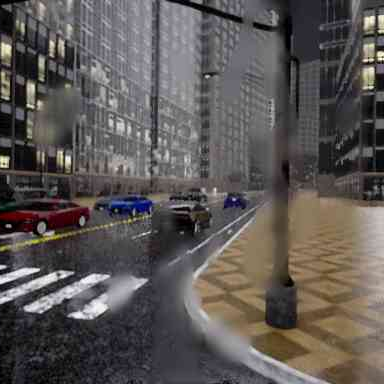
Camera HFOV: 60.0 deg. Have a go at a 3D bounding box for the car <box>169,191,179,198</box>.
[{"bbox_3d":[-1.724,0.560,47.134,1.882,1.535,5.008,1,1,17],"label":"car"}]

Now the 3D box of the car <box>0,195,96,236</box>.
[{"bbox_3d":[-7.119,1.132,16.566,1.882,1.535,5.008,1,1,16],"label":"car"}]

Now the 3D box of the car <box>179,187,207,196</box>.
[{"bbox_3d":[0.484,0.409,43.118,2.150,2.045,5.566,1,1,16],"label":"car"}]

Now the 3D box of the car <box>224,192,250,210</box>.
[{"bbox_3d":[4.579,0.769,33.543,2.097,1.767,4.553,1,1,16],"label":"car"}]

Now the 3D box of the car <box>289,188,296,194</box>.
[{"bbox_3d":[26.244,-0.108,90.475,1.812,1.442,4.674,1,1,29],"label":"car"}]

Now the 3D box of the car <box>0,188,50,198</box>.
[{"bbox_3d":[-10.023,0.816,18.231,2.150,2.045,5.566,1,1,16],"label":"car"}]

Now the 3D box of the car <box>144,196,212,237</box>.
[{"bbox_3d":[-0.328,1.198,16.314,1.882,1.535,5.008,1,1,16],"label":"car"}]

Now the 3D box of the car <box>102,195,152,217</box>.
[{"bbox_3d":[-4.575,0.976,25.493,1.882,1.535,5.008,1,1,16],"label":"car"}]

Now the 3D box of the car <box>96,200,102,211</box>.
[{"bbox_3d":[-6.714,0.939,29.856,2.033,1.411,5.357,1,1,16],"label":"car"}]
